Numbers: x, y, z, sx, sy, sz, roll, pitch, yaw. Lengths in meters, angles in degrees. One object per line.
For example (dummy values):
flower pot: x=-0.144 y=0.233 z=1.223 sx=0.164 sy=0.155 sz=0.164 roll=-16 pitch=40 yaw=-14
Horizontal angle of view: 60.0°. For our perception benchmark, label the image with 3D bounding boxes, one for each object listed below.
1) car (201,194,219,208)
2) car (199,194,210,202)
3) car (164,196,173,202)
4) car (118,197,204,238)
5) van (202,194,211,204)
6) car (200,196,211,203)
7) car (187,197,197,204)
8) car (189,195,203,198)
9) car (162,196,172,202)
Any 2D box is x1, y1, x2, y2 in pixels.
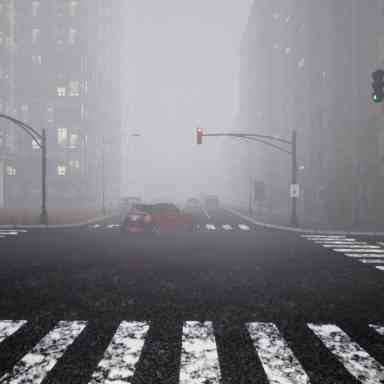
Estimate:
car: x=2.732 y=1.330 z=47.251 sx=2.192 sy=1.841 sz=5.009 roll=0 pitch=0 yaw=0
car: x=2.756 y=1.349 z=75.005 sx=2.192 sy=1.841 sz=5.009 roll=0 pitch=0 yaw=0
car: x=-5.619 y=1.590 z=80.563 sx=2.008 sy=1.369 sz=4.403 roll=0 pitch=0 yaw=0
car: x=-1.603 y=1.345 z=17.828 sx=2.097 sy=1.767 sz=4.553 roll=1 pitch=0 yaw=34
van: x=2.747 y=1.366 z=63.904 sx=1.690 sy=1.788 sz=3.998 roll=0 pitch=0 yaw=0
car: x=2.752 y=1.580 z=69.454 sx=2.008 sy=1.369 sz=4.403 roll=0 pitch=0 yaw=0
car: x=0.108 y=1.627 z=64.969 sx=1.895 sy=1.301 sz=4.718 roll=0 pitch=0 yaw=1
car: x=0.142 y=1.491 z=45.105 sx=1.882 sy=1.535 sz=5.008 roll=0 pitch=0 yaw=0
car: x=-5.624 y=1.559 z=74.841 sx=1.752 sy=1.417 sz=4.829 roll=0 pitch=0 yaw=0
